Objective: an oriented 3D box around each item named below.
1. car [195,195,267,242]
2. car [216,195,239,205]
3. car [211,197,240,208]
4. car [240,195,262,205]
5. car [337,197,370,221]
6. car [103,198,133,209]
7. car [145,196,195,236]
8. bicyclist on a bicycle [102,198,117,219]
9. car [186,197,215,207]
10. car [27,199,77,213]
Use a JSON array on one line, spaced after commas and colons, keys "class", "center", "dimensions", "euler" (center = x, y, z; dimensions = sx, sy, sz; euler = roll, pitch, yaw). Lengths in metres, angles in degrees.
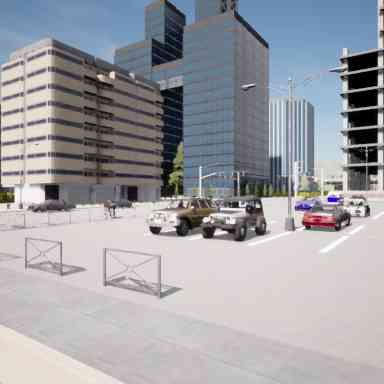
[{"class": "car", "center": [2.094, 1.156, 15.617], "dimensions": [1.905, 1.878, 3.866], "euler": [0, 0, 34]}, {"class": "car", "center": [6.360, 1.352, 58.781], "dimensions": [2.097, 1.767, 4.553], "euler": [0, 0, 34]}, {"class": "car", "center": [5.135, 1.547, 50.475], "dimensions": [2.033, 1.411, 5.357], "euler": [0, 0, 33]}, {"class": "car", "center": [10.395, 1.352, 58.354], "dimensions": [2.097, 1.767, 4.553], "euler": [0, 0, 34]}, {"class": "car", "center": [14.097, 1.395, 28.592], "dimensions": [1.970, 1.475, 3.806], "euler": [0, 0, 34]}, {"class": "car", "center": [-10.329, 1.564, 46.550], "dimensions": [1.994, 1.385, 4.181], "euler": [0, 0, 35]}, {"class": "car", "center": [-0.276, 1.153, 17.279], "dimensions": [1.932, 1.855, 4.605], "euler": [0, 0, 34]}, {"class": "bicyclist on a bicycle", "center": [-6.520, 1.302, 26.229], "dimensions": [1.656, 1.620, 0.582], "euler": [0, 0, 34]}, {"class": "car", "center": [1.322, 1.492, 51.149], "dimensions": [2.128, 1.511, 4.902], "euler": [0, 0, 34]}, {"class": "car", "center": [-15.954, 1.547, 38.177], "dimensions": [2.033, 1.411, 5.357], "euler": [0, 0, 34]}]
